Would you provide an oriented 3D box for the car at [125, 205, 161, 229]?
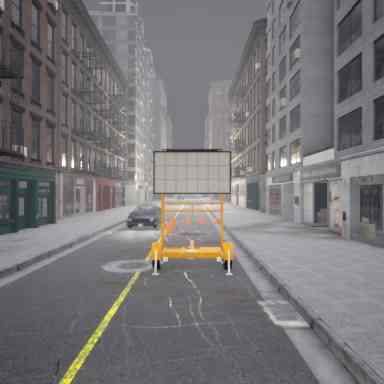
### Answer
[{"bbox_3d":[-2.992,1.541,21.928,2.033,1.411,5.357,0,0,0],"label":"car"}]

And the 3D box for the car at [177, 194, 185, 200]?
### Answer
[{"bbox_3d":[-2.971,1.431,90.303,1.837,1.490,4.892,0,0,0],"label":"car"}]

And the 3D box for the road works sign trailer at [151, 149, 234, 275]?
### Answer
[{"bbox_3d":[0.010,0.462,10.405,2.380,3.560,2.880,0,0,0],"label":"road works sign trailer"}]
